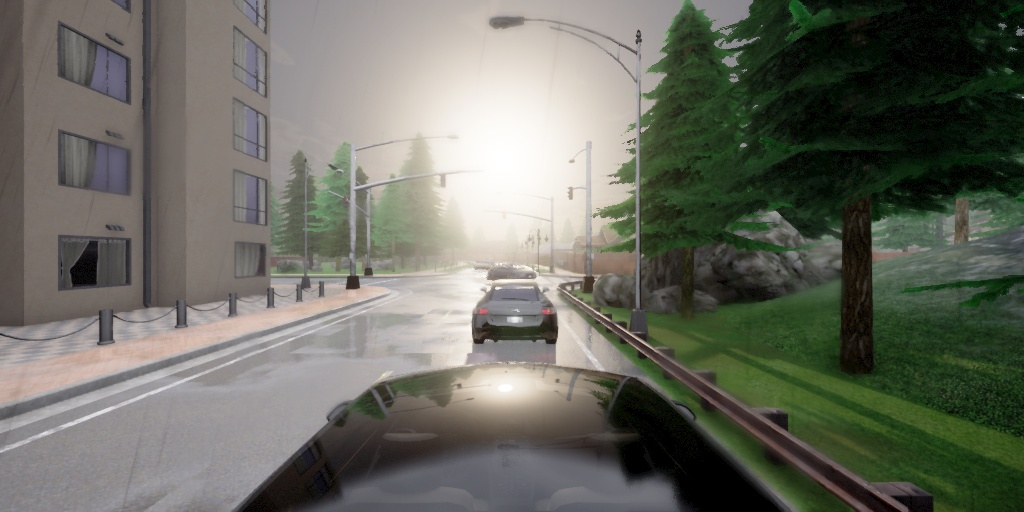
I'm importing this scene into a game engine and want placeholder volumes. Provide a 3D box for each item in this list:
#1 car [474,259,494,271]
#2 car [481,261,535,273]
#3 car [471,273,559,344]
[{"bbox_3d":[-3.953,1.268,47.919,2.033,1.411,5.357,0,0,0],"label":"car"},{"bbox_3d":[-0.078,1.294,27.189,1.994,1.385,4.181,-1,1,-43],"label":"car"},{"bbox_3d":[0.081,1.314,9.577,1.994,1.385,4.181,0,0,1],"label":"car"}]
